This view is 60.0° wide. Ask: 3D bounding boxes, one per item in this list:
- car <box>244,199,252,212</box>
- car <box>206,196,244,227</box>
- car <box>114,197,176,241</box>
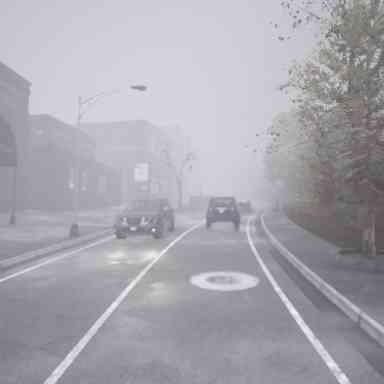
[{"bbox_3d":[6.344,1.616,41.218,1.882,1.535,5.008,-1,0,14],"label":"car"},{"bbox_3d":[2.292,1.311,23.418,2.150,2.045,5.566,-1,0,10],"label":"car"},{"bbox_3d":[-2.316,1.327,17.848,2.150,2.045,5.566,-1,0,8],"label":"car"}]
